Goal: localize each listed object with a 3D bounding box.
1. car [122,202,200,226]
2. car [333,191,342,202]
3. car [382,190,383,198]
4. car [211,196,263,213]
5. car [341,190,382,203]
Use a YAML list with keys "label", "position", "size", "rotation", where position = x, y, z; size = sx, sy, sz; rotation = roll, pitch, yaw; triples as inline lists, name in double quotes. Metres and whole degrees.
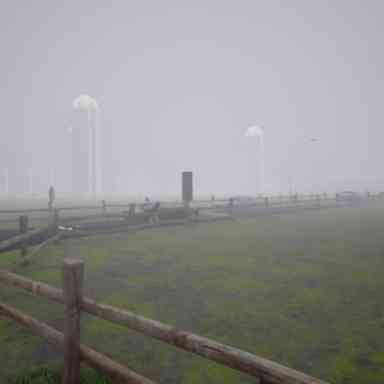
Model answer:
- label: "car"
  position: [-1.730, 1.231, 20.042]
  size: [4.718, 1.301, 1.895]
  rotation: [-1, 0, -42]
- label: "car"
  position: [20.516, 0.563, 44.137]
  size: [4.892, 1.490, 1.837]
  rotation: [-1, 0, -42]
- label: "car"
  position: [27.915, 0.388, 47.146]
  size: [4.892, 1.490, 1.837]
  rotation: [-1, 0, -42]
- label: "car"
  position: [4.027, 1.019, 29.168]
  size: [5.357, 1.411, 2.033]
  rotation: [-1, 0, -42]
- label: "car"
  position: [20.661, 0.612, 40.448]
  size: [5.357, 1.411, 2.033]
  rotation: [-1, 0, -42]
